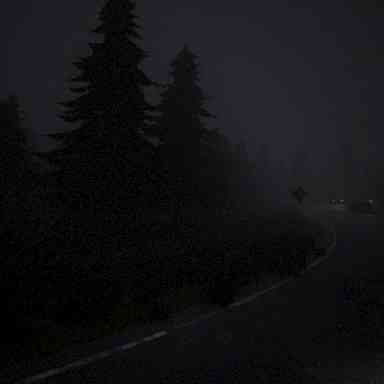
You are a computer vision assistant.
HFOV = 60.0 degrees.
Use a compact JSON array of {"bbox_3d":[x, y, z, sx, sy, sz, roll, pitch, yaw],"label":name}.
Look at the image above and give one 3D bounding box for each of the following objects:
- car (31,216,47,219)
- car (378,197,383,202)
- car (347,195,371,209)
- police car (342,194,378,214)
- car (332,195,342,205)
[{"bbox_3d":[-38.167,6.276,82.351,4.193,1.474,1.816,5,2,-21],"label":"car"},{"bbox_3d":[24.622,1.113,45.542,5.366,1.575,1.801,0,0,-43],"label":"car"},{"bbox_3d":[20.808,1.194,41.277,1.837,1.490,4.892,1,1,36],"label":"car"},{"bbox_3d":[16.631,1.221,33.208,1.930,1.638,5.238,2,2,18],"label":"police car"},{"bbox_3d":[22.449,1.164,48.921,4.892,1.490,1.837,1,-2,-41],"label":"car"}]
